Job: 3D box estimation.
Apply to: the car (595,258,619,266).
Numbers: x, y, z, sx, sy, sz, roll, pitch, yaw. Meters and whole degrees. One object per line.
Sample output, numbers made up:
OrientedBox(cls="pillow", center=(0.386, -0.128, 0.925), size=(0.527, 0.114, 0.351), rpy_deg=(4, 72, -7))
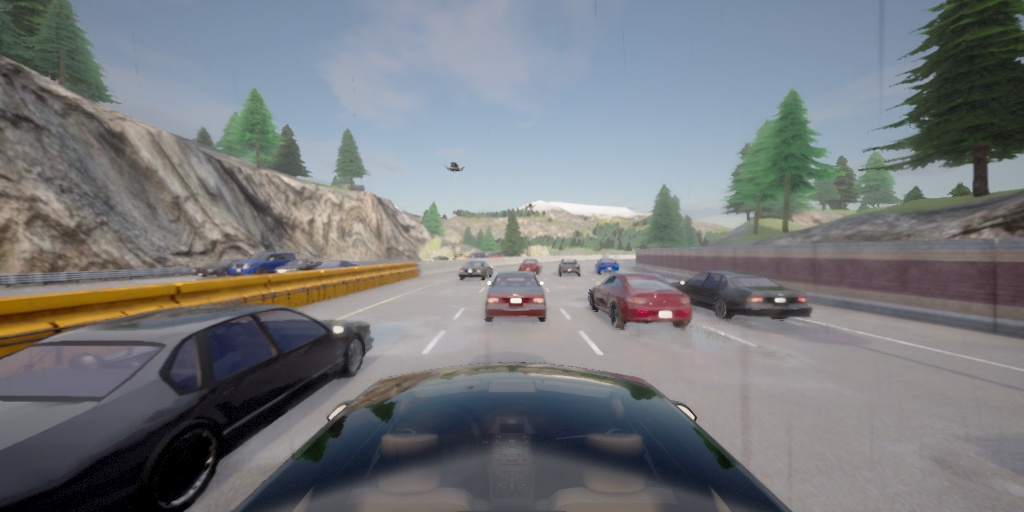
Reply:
OrientedBox(cls="car", center=(8.911, 0.913, 33.819), size=(1.882, 1.535, 5.008), rpy_deg=(0, 1, 9))

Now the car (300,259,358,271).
OrientedBox(cls="car", center=(-13.296, 1.025, 26.991), size=(1.812, 1.442, 4.674), rpy_deg=(0, 1, 6))

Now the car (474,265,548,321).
OrientedBox(cls="car", center=(0.123, 1.197, 11.954), size=(2.033, 1.411, 5.357), rpy_deg=(0, 1, 0))

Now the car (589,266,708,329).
OrientedBox(cls="car", center=(3.609, 1.188, 10.726), size=(1.812, 1.442, 4.674), rpy_deg=(0, 1, 0))

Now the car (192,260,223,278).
OrientedBox(cls="car", center=(-23.561, 1.014, 30.101), size=(2.033, 1.411, 5.357), rpy_deg=(0, 1, 6))

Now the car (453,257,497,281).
OrientedBox(cls="car", center=(-2.604, 1.048, 26.975), size=(2.033, 1.411, 5.357), rpy_deg=(0, 1, 6))

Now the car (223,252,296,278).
OrientedBox(cls="car", center=(-20.104, 0.695, 29.507), size=(2.150, 2.045, 5.566), rpy_deg=(0, 0, 6))

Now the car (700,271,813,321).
OrientedBox(cls="car", center=(7.123, 1.197, 12.002), size=(2.033, 1.411, 5.357), rpy_deg=(0, 1, 0))

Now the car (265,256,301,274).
OrientedBox(cls="car", center=(-16.641, 0.974, 28.611), size=(2.128, 1.511, 4.902), rpy_deg=(0, 1, 6))

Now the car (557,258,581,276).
OrientedBox(cls="car", center=(5.139, 0.942, 32.255), size=(2.128, 1.511, 4.902), rpy_deg=(0, 1, 8))

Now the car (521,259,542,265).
OrientedBox(cls="car", center=(1.762, 0.965, 33.316), size=(1.812, 1.442, 4.674), rpy_deg=(0, 1, 8))

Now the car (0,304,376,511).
OrientedBox(cls="car", center=(-3.414, 1.274, 4.112), size=(2.033, 1.411, 5.357), rpy_deg=(0, 1, 0))
